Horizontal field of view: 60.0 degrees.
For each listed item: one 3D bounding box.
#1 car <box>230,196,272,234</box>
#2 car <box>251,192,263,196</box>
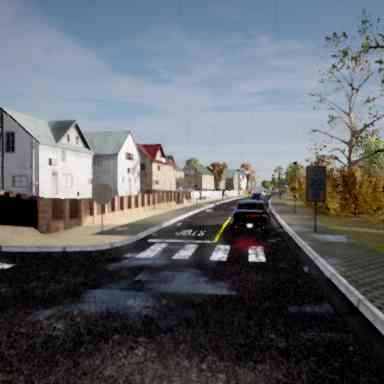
[{"bbox_3d":[3.032,1.193,17.184,1.837,1.490,4.892,1,1,11],"label":"car"},{"bbox_3d":[9.679,0.788,49.388,1.812,1.442,4.674,0,1,13],"label":"car"}]
